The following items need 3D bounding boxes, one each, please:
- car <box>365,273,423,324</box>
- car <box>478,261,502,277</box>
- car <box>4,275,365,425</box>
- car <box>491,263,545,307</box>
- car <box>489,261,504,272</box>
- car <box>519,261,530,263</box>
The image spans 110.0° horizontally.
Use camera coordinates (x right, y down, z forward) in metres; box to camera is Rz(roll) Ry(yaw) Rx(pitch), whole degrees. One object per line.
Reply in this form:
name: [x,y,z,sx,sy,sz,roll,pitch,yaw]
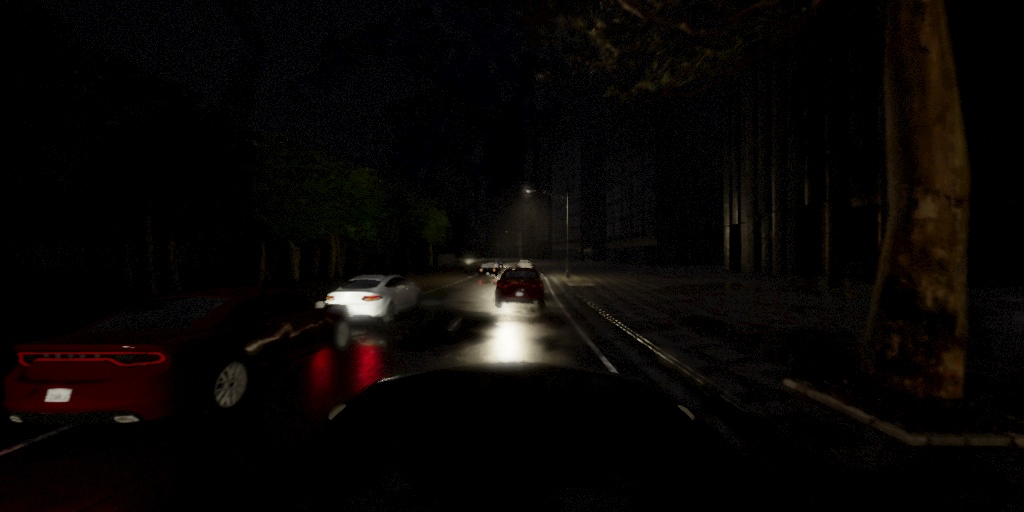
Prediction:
car: [-4.425,1.304,12.069,1.812,1.442,4.674,0,0,2]
car: [-2.164,1.380,36.063,1.895,1.301,4.718,0,0,3]
car: [-4.544,1.253,6.085,1.882,1.535,5.008,0,0,1]
car: [0.395,1.233,15.421,1.882,1.535,5.008,0,0,2]
car: [-2.066,1.381,48.916,1.895,1.301,4.718,0,0,-1]
car: [1.590,1.292,45.334,1.812,1.442,4.674,0,0,0]
